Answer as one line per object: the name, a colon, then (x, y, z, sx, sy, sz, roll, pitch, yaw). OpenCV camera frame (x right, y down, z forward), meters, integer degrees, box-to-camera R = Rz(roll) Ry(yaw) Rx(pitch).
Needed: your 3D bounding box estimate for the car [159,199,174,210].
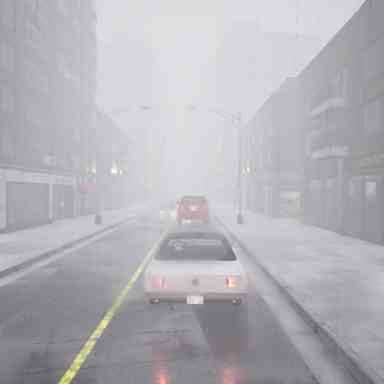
car: (-3.105, 1.614, 43.181, 1.895, 1.301, 4.718, 0, 0, 0)

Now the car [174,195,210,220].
car: (0.092, 1.224, 24.172, 2.150, 2.045, 5.566, 0, 0, 0)

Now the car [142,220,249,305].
car: (0.093, 1.601, 8.037, 1.895, 1.301, 4.718, 0, 0, 1)
